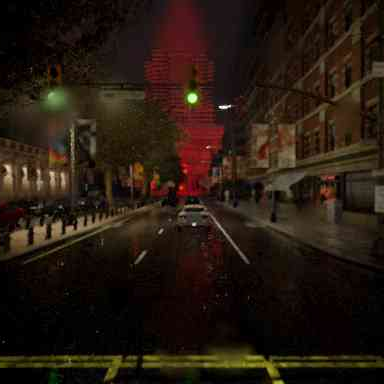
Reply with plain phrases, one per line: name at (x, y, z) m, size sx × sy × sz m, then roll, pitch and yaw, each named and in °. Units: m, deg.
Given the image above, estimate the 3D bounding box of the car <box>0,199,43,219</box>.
car at (-14.993, 1.432, 28.886) m, size 1.837 × 1.490 × 4.892 m, roll 0°, pitch 0°, yaw 1°

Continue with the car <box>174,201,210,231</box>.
car at (0.116, 1.475, 19.892) m, size 1.812 × 1.442 × 4.674 m, roll 0°, pitch 0°, yaw 0°

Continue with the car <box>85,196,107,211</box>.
car at (-11.469, 1.252, 39.329) m, size 2.097 × 1.767 × 4.553 m, roll 0°, pitch 0°, yaw 0°

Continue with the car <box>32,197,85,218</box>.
car at (-11.496, 1.474, 29.109) m, size 2.033 × 1.411 × 5.357 m, roll 0°, pitch 0°, yaw 1°

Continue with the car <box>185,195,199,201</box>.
car at (0.042, 1.224, 49.788) m, size 2.097 × 1.767 × 4.553 m, roll 0°, pitch 0°, yaw 0°

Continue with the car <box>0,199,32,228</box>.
car at (-11.569, 1.429, 19.295) m, size 1.882 × 1.535 × 5.008 m, roll 0°, pitch 0°, yaw 0°

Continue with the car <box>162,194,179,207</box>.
car at (-3.460, 1.437, 49.899) m, size 1.994 × 1.385 × 4.181 m, roll 0°, pitch 0°, yaw 0°

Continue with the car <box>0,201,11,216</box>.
car at (-18.226, 1.520, 29.419) m, size 1.895 × 1.301 × 4.718 m, roll 0°, pitch 0°, yaw 0°

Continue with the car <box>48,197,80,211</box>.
car at (-14.969, 1.378, 39.300) m, size 1.882 × 1.535 × 5.008 m, roll 0°, pitch 0°, yaw 0°

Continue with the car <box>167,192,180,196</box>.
car at (-3.453, 1.072, 59.050) m, size 2.150 × 2.045 × 5.566 m, roll 0°, pitch 0°, yaw 0°
